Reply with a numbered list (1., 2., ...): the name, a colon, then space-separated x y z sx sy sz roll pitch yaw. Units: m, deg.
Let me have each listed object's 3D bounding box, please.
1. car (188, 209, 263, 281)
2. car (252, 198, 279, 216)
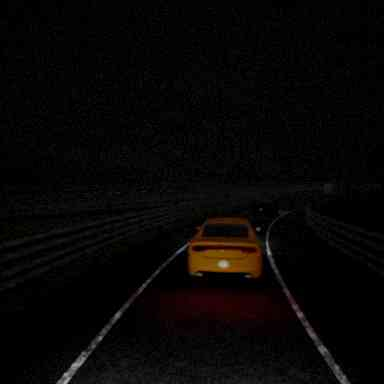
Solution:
1. car: 1.075 1.517 10.165 1.882 1.535 5.008 0 0 8
2. car: 6.801 1.299 30.617 1.882 1.535 5.008 0 1 22
